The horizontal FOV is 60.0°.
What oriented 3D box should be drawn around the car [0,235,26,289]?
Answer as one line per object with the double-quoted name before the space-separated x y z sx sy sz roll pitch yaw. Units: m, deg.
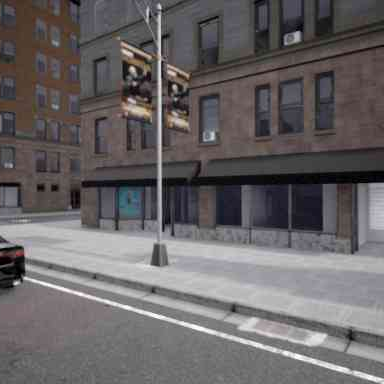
"car" -5.948 1.473 7.899 5.008 1.535 1.882 0 0 35
